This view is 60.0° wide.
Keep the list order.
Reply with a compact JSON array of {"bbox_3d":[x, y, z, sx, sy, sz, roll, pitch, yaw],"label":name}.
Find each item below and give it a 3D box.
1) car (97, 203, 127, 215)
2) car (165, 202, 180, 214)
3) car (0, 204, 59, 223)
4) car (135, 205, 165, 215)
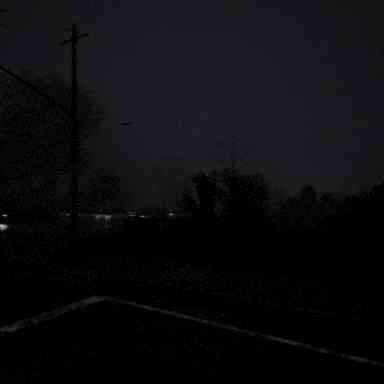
[{"bbox_3d":[-10.284,2.218,43.114,1.837,1.490,4.892,0,-3,22],"label":"car"},{"bbox_3d":[-3.512,2.835,59.450,2.150,2.045,5.566,0,-3,22],"label":"car"},{"bbox_3d":[-13.221,1.647,26.674,2.033,1.411,5.357,0,-1,22],"label":"car"},{"bbox_3d":[-5.880,2.432,44.632,1.994,1.385,4.181,0,-3,22],"label":"car"}]
